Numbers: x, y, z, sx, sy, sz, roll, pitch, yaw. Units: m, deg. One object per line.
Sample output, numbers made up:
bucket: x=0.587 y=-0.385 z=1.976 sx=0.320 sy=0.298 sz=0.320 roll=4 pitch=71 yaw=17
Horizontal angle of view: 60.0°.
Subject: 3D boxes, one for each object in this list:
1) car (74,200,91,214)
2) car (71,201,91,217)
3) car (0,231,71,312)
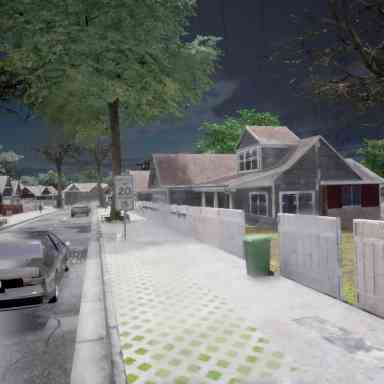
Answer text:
car: x=-15.543 y=2.076 z=47.497 sx=2.097 sy=1.767 sz=4.553 roll=-2 pitch=-1 yaw=-16
car: x=-12.730 y=2.026 z=38.001 sx=2.128 sy=1.511 sz=4.902 roll=-2 pitch=-1 yaw=-16
car: x=-4.103 y=1.671 z=8.101 sx=2.033 sy=1.411 sz=5.357 roll=-2 pitch=0 yaw=-16
